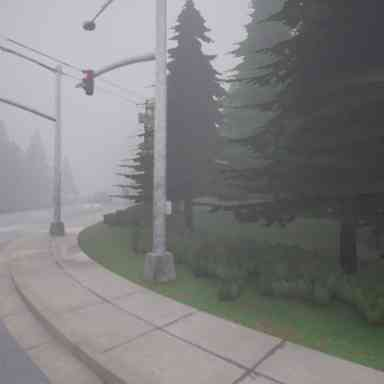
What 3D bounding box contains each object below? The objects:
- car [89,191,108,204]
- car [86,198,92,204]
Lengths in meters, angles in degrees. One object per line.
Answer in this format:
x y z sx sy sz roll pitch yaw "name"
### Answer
-15.214 0.848 56.987 1.511 2.128 4.902 -44 -10 4 "car"
-16.647 1.305 57.338 2.033 1.411 5.357 0 0 -2 "car"
